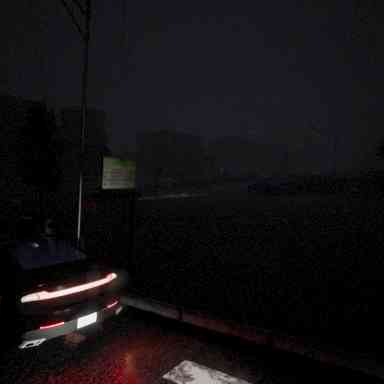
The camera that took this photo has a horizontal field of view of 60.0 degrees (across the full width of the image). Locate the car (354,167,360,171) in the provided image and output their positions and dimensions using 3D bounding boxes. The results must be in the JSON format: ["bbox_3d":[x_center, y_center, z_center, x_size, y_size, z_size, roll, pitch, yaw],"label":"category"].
[{"bbox_3d":[39.006,-5.017,84.686,5.366,1.575,1.946,2,5,30],"label":"car"}]

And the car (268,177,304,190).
[{"bbox_3d":[12.930,-1.266,45.927,1.812,1.442,4.674,-4,7,-34],"label":"car"}]

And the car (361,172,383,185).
[{"bbox_3d":[27.456,-1.883,51.835,4.792,1.488,2.163,4,7,31],"label":"car"}]

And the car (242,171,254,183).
[{"bbox_3d":[7.679,-2.479,58.300,5.008,1.535,2.097,2,5,30],"label":"car"}]

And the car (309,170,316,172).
[{"bbox_3d":[23.397,-3.791,71.482,4.892,1.521,2.231,2,6,30],"label":"car"}]

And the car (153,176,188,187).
[{"bbox_3d":[-3.548,-1.490,48.782,4.674,1.452,2.002,2,5,29],"label":"car"}]

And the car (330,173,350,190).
[{"bbox_3d":[18.029,-1.288,44.362,4.553,1.767,2.185,4,7,31],"label":"car"}]

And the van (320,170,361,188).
[{"bbox_3d":[20.506,-1.567,46.139,4.442,1.987,1.878,4,7,31],"label":"van"}]

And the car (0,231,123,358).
[{"bbox_3d":[-3.359,1.457,5.844,4.902,1.511,2.128,1,1,36],"label":"car"}]

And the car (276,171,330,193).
[{"bbox_3d":[13.330,-1.039,40.625,5.566,2.045,2.435,4,7,31],"label":"car"}]

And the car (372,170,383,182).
[{"bbox_3d":[34.437,-2.735,57.512,5.566,2.045,2.435,4,7,30],"label":"car"}]

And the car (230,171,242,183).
[{"bbox_3d":[5.458,-2.412,56.364,4.553,1.767,2.185,2,6,30],"label":"car"}]

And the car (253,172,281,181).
[{"bbox_3d":[14.405,-3.043,63.970,5.008,1.535,2.097,2,5,30],"label":"car"}]

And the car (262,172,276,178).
[{"bbox_3d":[12.330,-2.852,61.985,5.366,1.575,1.946,2,5,30],"label":"car"}]

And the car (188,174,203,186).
[{"bbox_3d":[-1.276,-1.690,50.673,4.792,1.488,2.163,2,5,29],"label":"car"}]

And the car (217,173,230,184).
[{"bbox_3d":[3.162,-2.071,54.506,4.792,1.488,2.163,2,6,30],"label":"car"}]

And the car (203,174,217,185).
[{"bbox_3d":[0.965,-2.033,52.558,4.553,1.767,2.185,2,6,30],"label":"car"}]

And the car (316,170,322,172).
[{"bbox_3d":[25.646,-3.979,73.361,5.008,1.535,2.097,2,6,30],"label":"car"}]

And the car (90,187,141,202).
[{"bbox_3d":[-7.136,0.063,31.425,4.902,1.511,2.128,-3,6,-41],"label":"car"}]

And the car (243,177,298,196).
[{"bbox_3d":[8.659,-0.415,36.932,5.008,1.535,2.097,4,7,31],"label":"car"}]

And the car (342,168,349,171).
[{"bbox_3d":[34.657,-4.688,80.851,5.008,1.535,2.097,2,6,30],"label":"car"}]

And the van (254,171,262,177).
[{"bbox_3d":[9.822,-2.895,60.227,4.442,1.987,1.878,2,6,30],"label":"van"}]

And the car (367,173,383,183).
[{"bbox_3d":[32.098,-2.294,55.644,4.892,1.521,2.231,4,7,30],"label":"car"}]

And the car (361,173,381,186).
[{"bbox_3d":[25.097,-1.723,49.954,4.892,1.521,2.231,4,7,31],"label":"car"}]

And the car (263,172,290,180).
[{"bbox_3d":[16.680,-3.200,65.835,4.792,1.488,2.163,2,5,30],"label":"car"}]

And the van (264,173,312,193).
[{"bbox_3d":[11.111,-0.819,38.702,4.442,1.987,1.878,4,7,31],"label":"van"}]

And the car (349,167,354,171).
[{"bbox_3d":[36.903,-4.850,82.728,5.008,1.535,2.097,2,5,30],"label":"car"}]

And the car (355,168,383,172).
[{"bbox_3d":[29.796,-2.352,53.699,5.566,2.045,2.435,4,7,31],"label":"car"}]

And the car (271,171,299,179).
[{"bbox_3d":[18.895,-3.419,67.737,5.008,1.535,2.097,2,5,30],"label":"car"}]
